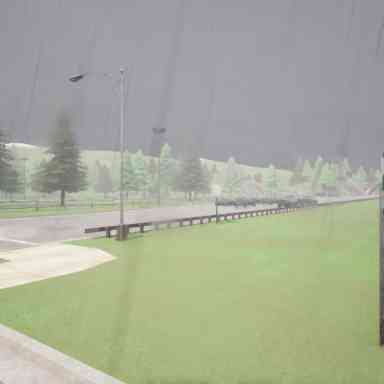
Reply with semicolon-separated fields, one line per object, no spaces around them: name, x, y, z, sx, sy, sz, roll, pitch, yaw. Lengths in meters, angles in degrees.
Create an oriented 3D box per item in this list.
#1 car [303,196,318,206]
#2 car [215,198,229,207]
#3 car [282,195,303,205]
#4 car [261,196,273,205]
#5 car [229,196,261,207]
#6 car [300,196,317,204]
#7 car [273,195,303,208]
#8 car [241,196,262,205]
car;19.157;1.505;54.243;1.837;1.490;4.892;0;0;35
car;5.366;1.564;52.742;1.994;1.385;4.181;0;0;35
car;17.579;1.352;57.921;2.097;1.767;4.553;0;0;35
car;13.896;1.491;58.935;2.128;1.511;4.902;0;0;35
car;8.063;1.491;50.505;2.128;1.511;4.902;0;0;35
car;23.076;1.526;65.773;1.812;1.442;4.674;0;0;35
car;13.294;1.505;45.782;1.837;1.490;4.892;0;0;35
car;11.028;1.478;60.941;1.882;1.535;5.008;0;0;35
